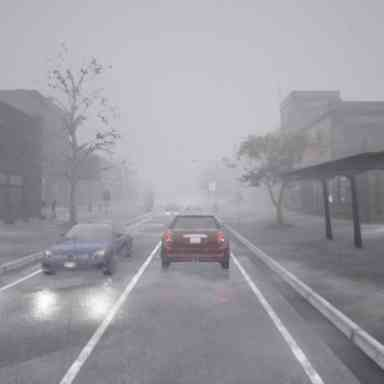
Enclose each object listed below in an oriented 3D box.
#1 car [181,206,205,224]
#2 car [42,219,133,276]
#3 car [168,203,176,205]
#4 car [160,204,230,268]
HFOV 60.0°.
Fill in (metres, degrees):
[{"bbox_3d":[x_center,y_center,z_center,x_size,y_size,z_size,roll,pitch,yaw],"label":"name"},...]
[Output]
[{"bbox_3d":[0.097,2.015,30.740,2.033,1.411,5.357,0,-1,0],"label":"car"},{"bbox_3d":[-3.101,1.631,10.789,1.812,1.442,4.674,0,-1,0],"label":"car"},{"bbox_3d":[-3.078,2.413,52.044,1.994,1.385,4.181,0,-1,0],"label":"car"},{"bbox_3d":[0.097,1.476,11.866,2.097,1.767,4.553,0,-1,0],"label":"car"}]
